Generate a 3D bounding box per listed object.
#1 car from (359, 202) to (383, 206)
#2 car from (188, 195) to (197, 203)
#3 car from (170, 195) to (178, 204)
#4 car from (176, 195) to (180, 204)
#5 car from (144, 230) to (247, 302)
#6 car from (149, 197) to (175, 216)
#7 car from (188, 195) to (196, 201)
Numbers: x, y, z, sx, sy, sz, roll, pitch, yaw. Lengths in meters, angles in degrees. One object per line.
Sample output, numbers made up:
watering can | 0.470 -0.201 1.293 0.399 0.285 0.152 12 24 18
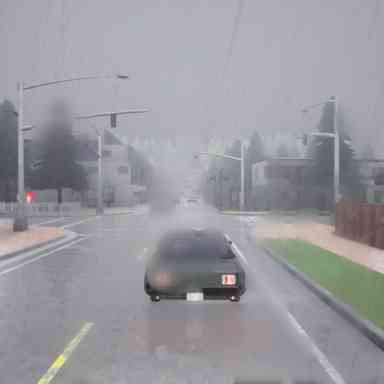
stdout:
car | 15.313 1.585 29.278 4.718 1.301 1.895 0 0 -8
car | 0.037 1.604 71.450 1.895 1.301 4.718 0 0 0
car | -3.573 1.570 48.536 1.994 1.385 4.181 0 0 0
car | -3.515 1.360 64.628 2.097 1.767 4.553 0 0 1
car | 0.072 1.602 8.219 1.895 1.301 4.718 0 0 0
car | -3.095 1.509 32.610 1.837 1.490 4.892 -1 0 -9
car | 0.039 1.488 81.486 1.882 1.535 5.008 0 0 0
